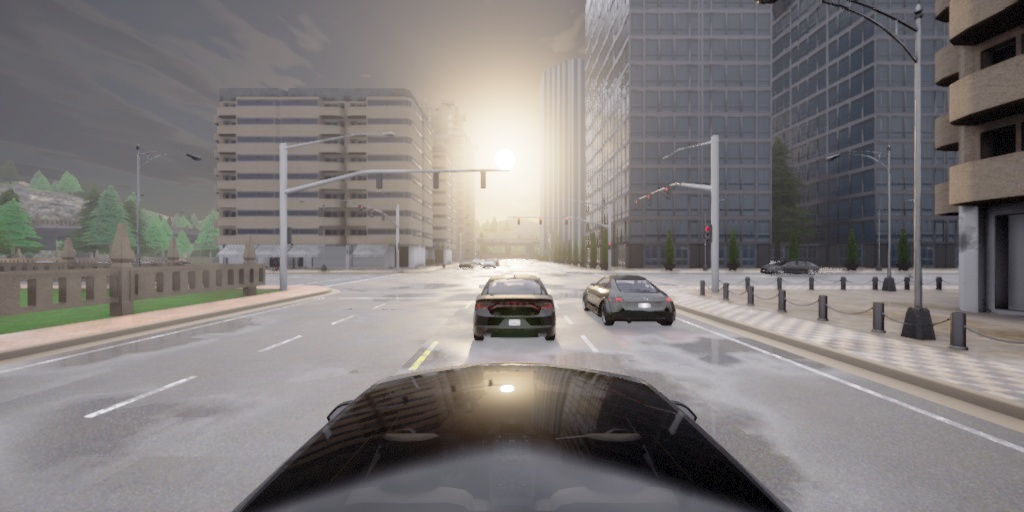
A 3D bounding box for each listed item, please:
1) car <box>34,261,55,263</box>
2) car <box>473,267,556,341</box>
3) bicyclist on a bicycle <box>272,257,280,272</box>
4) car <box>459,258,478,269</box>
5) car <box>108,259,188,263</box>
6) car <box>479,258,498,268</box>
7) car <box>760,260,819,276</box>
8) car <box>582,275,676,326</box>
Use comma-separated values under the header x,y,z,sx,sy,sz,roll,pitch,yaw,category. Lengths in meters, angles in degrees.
x,y,z,sx,sy,sz,roll,pitch,yaw,category
-46.456,1.193,35.627,4.674,1.442,1.812,0,0,37,car
0.068,1.221,9.884,1.882,1.535,5.008,0,0,0,car
-26.084,0.965,39.847,0.582,1.620,1.656,0,0,7,bicyclist on a bicycle
-7.080,1.254,55.963,2.033,1.411,5.357,0,0,0,car
-28.849,1.199,28.460,4.674,1.442,1.812,0,0,9,car
-3.580,1.233,55.976,1.812,1.442,4.674,0,0,0,car
26.723,1.173,34.606,4.892,1.490,1.837,0,0,0,car
3.577,1.306,11.663,1.994,1.385,4.181,0,0,0,car
